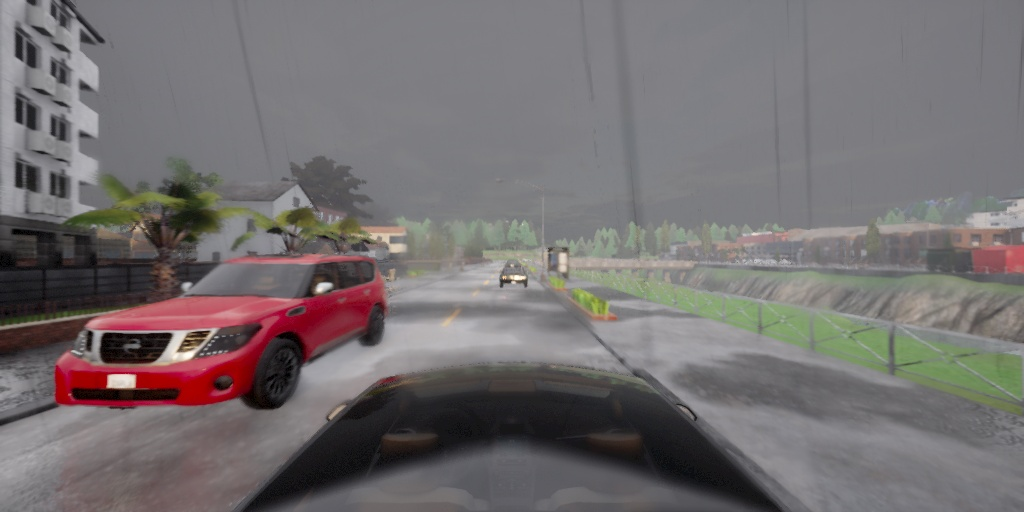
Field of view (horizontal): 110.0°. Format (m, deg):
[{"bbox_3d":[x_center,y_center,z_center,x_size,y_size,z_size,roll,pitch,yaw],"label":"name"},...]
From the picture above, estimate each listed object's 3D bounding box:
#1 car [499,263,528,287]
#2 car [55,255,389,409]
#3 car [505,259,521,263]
[{"bbox_3d":[0.110,1.409,25.129,1.895,1.301,4.718,0,0,0],"label":"car"},{"bbox_3d":[-4.091,0.984,6.548,2.150,2.045,5.566,0,0,1],"label":"car"},{"bbox_3d":[0.117,1.214,46.521,2.097,1.767,4.553,0,0,0],"label":"car"}]
